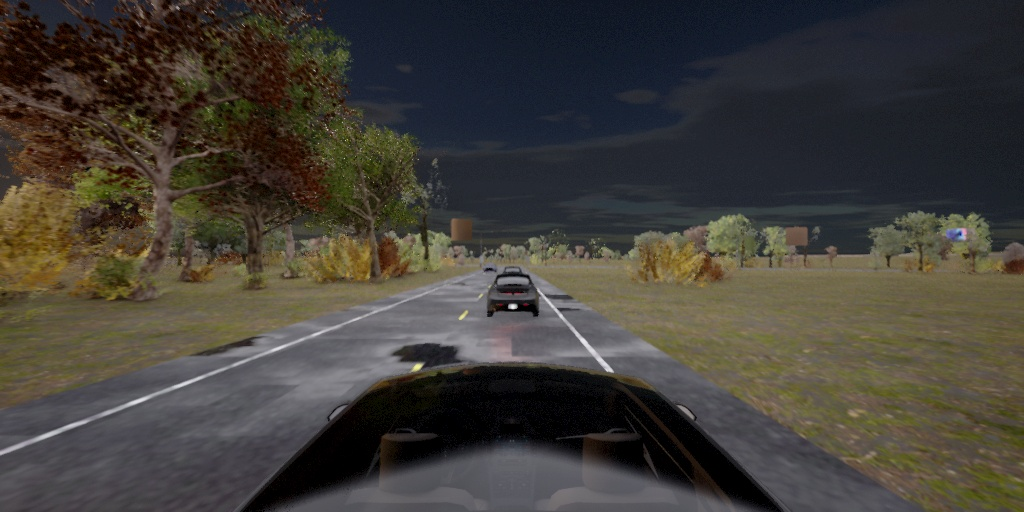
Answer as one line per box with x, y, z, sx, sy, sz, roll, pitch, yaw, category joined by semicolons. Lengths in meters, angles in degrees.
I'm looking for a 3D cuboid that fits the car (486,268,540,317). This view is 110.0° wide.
0.049;1.415;14.090;1.837;1.490;4.892;0;0;0;car

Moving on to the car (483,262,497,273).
-3.545;1.816;58.539;2.097;1.767;4.553;0;-1;0;car
